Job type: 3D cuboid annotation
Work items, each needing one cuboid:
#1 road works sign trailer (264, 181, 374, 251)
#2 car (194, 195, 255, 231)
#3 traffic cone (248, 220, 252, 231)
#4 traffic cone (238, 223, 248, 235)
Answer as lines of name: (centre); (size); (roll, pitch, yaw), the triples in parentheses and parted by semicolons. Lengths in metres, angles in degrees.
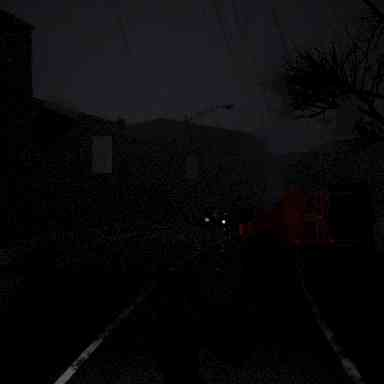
road works sign trailer: (4.691, 0.943, 12.357); (2.880, 2.380, 3.560); (-2, -2, -45)
car: (2.200, 1.196, 20.961); (2.150, 2.045, 5.566); (0, 0, 30)
traffic cone: (3.407, 1.946, 19.525); (0.340, 0.580, 0.340); (1, 0, 23)
traffic cone: (2.626, 1.945, 17.684); (0.340, 0.580, 0.340); (1, 0, 23)
